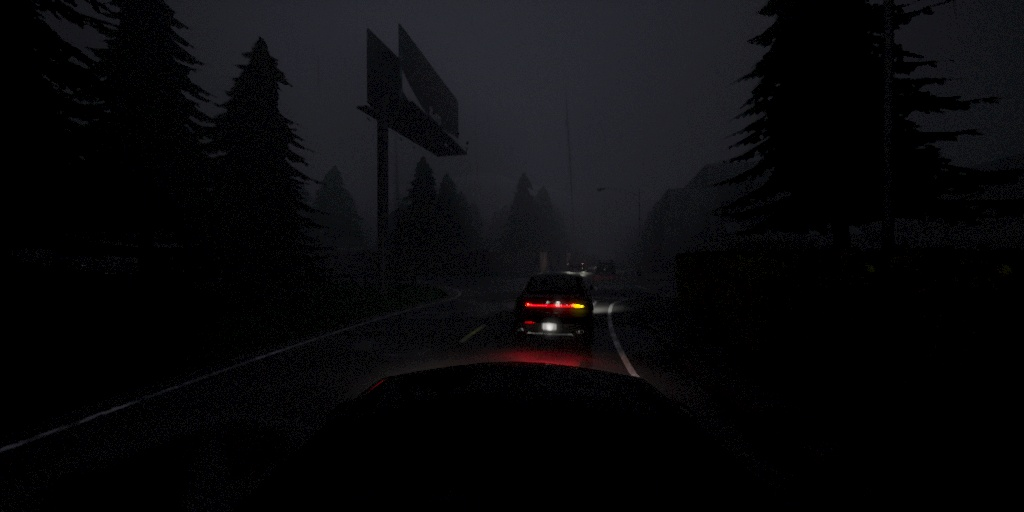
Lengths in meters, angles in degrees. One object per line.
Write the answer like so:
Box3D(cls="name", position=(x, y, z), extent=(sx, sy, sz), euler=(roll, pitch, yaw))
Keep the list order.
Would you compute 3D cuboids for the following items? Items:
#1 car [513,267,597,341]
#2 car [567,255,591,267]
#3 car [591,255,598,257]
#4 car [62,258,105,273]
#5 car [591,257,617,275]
Box3D(cls="car", position=(1.264, 1.225, 9.875), extent=(1.837, 1.490, 4.892), euler=(0, 0, 11))
Box3D(cls="car", position=(7.973, 0.950, 43.579), extent=(2.097, 1.767, 4.553), euler=(0, 0, 18))
Box3D(cls="car", position=(13.455, 0.761, 60.138), extent=(2.150, 2.045, 5.566), euler=(0, 0, 19))
Box3D(cls="car", position=(-43.340, 0.936, 35.994), extent=(5.008, 1.535, 1.882), euler=(0, 0, 18))
Box3D(cls="car", position=(9.808, 1.111, 37.348), extent=(2.128, 1.511, 4.902), euler=(0, 0, 18))
